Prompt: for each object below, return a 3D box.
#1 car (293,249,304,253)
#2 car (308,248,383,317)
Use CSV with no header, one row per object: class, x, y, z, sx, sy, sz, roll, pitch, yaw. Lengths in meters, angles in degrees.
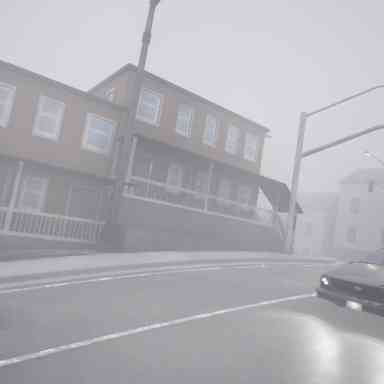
car,8.811,5.843,30.356,2.128,1.511,4.902,13,-16,-34
car,5.176,2.023,7.703,5.357,1.411,2.033,8,-5,-35
